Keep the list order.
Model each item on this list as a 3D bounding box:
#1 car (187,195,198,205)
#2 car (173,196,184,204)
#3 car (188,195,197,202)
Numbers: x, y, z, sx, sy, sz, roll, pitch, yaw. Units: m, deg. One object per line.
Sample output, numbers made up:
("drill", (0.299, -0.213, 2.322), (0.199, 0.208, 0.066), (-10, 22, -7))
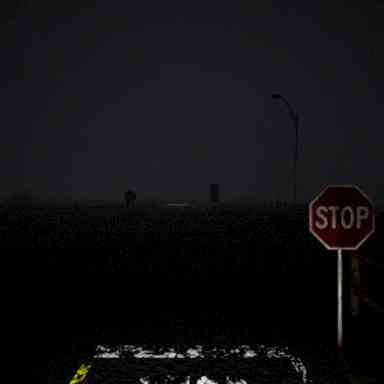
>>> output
("car", (0.097, 1.550, 61.200), (1.812, 1.442, 4.674), (0, 0, 0))
("car", (-2.648, 1.505, 65.378), (1.882, 1.535, 5.008), (0, 0, 0))
("car", (0.113, 1.363, 71.206), (1.837, 1.490, 4.892), (0, 0, 0))
